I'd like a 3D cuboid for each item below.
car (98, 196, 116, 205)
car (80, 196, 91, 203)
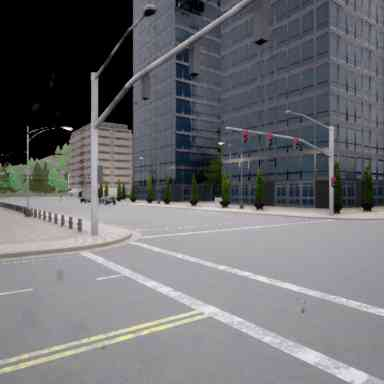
[{"bbox_3d":[-14.661,1.449,57.188,1.837,1.490,4.892,0,0,-35],"label":"car"},{"bbox_3d":[-20.626,1.492,65.703,2.033,1.411,5.357,0,0,-33],"label":"car"}]
